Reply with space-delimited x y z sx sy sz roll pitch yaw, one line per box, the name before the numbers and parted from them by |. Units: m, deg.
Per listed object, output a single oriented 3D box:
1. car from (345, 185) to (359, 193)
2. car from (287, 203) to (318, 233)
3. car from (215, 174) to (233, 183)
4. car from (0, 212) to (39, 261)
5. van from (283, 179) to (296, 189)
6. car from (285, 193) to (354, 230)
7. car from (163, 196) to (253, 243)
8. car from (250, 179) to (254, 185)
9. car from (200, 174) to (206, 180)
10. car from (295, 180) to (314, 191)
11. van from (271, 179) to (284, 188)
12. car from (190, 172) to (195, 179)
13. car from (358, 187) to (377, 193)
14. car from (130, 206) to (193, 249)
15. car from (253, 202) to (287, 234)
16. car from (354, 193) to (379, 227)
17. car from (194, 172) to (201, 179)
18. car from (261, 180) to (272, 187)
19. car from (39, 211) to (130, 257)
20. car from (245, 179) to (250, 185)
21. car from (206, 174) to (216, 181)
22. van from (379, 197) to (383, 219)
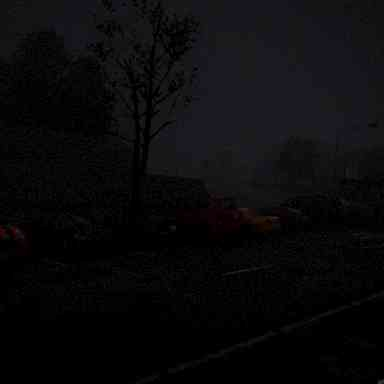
car | 27.753 -0.439 57.739 2.435 2.045 5.566 7 3 35
car | 4.705 1.546 19.868 4.674 1.452 2.002 -1 -1 35
car | 8.772 -3.189 84.963 1.946 1.575 5.366 7 3 34
car | -7.544 1.367 11.183 4.553 1.767 2.185 -1 -1 34
van | 20.772 -1.503 67.480 1.878 1.987 4.442 7 4 35
car | 7.130 1.259 21.628 5.566 2.045 2.435 -1 -1 35
car | -0.218 1.247 16.408 5.566 2.045 2.435 -1 -1 34
car | 15.630 -2.056 74.997 2.002 1.452 4.674 7 4 35
car | 5.121 -3.863 89.684 2.185 1.767 4.553 6 3 34
car | 22.535 -1.005 65.119 2.231 1.521 4.892 7 3 35
van | 19.041 -1.777 69.949 1.878 1.987 4.442 7 4 35
car | 1.615 -4.375 94.498 2.435 2.045 5.566 1 -1 34
car | 29.447 0.124 55.269 2.002 1.452 4.674 7 3 35
car | -2.661 1.524 14.660 4.792 1.488 2.163 -1 -1 34
car | 2.100 1.501 18.237 5.366 1.575 1.946 -1 -1 35
car | 9.642 1.263 23.335 5.566 2.045 2.435 -1 -1 35
car | 3.389 -4.097 92.152 2.185 1.767 4.553 4 1 33
car | 17.464 -1.825 72.679 1.946 1.575 5.366 7 3 35
car | -5.079 1.494 12.911 4.892 1.521 2.231 -1 -1 34
car | 13.885 -2.330 77.458 2.002 1.452 4.674 7 3 35
car | 6.918 -3.711 87.220 2.435 2.045 5.566 7 3 34
van | 12.179 1.292 25.008 4.442 1.987 1.878 -1 -1 35
